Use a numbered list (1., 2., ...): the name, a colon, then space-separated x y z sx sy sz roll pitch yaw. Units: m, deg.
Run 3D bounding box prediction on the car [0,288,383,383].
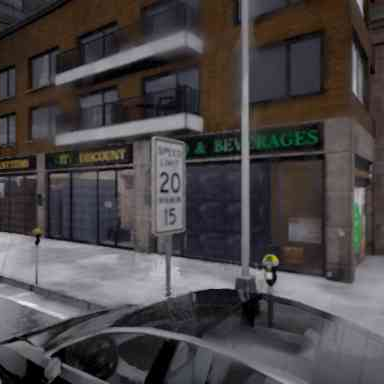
1. car: -0.026 1.561 2.829 4.313 1.339 1.947 0 0 35
